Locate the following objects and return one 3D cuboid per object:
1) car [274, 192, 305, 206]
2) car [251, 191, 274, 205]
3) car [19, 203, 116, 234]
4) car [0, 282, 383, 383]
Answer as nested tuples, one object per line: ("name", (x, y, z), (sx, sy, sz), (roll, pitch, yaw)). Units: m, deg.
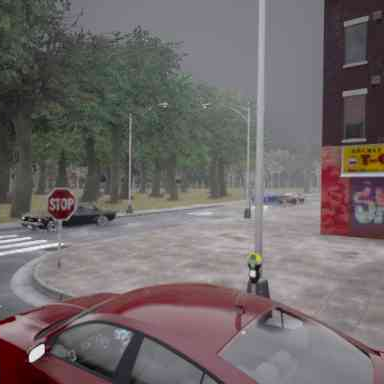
("car", (11.074, 0.678, 36.851), (1.812, 1.442, 4.674), (1, 2, 35))
("car", (8.376, 0.595, 38.124), (1.882, 1.535, 5.008), (1, 2, 36))
("car", (-6.361, 1.294, 17.480), (1.895, 1.301, 4.718), (1, 2, 35))
("car", (-0.255, 1.545, 2.976), (4.507, 1.381, 1.887), (0, 1, 36))
